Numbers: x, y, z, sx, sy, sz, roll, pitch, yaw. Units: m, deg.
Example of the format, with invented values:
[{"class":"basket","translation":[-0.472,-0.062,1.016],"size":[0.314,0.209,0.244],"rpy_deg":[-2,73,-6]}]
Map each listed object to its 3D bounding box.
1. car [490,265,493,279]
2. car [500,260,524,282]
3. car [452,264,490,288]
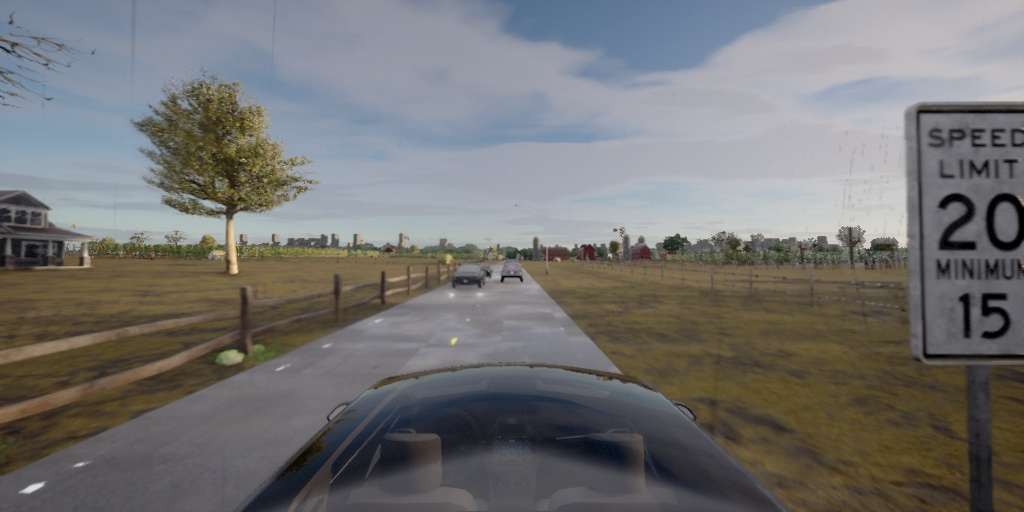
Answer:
[{"class":"car","translation":[-2.757,1.376,33.335],"size":[1.895,1.301,4.718],"rpy_deg":[0,0,0]},{"class":"car","translation":[0.003,1.318,29.622],"size":[2.033,1.411,5.357],"rpy_deg":[0,0,0]},{"class":"car","translation":[-2.758,1.244,23.886],"size":[1.882,1.535,5.008],"rpy_deg":[0,0,0]}]
